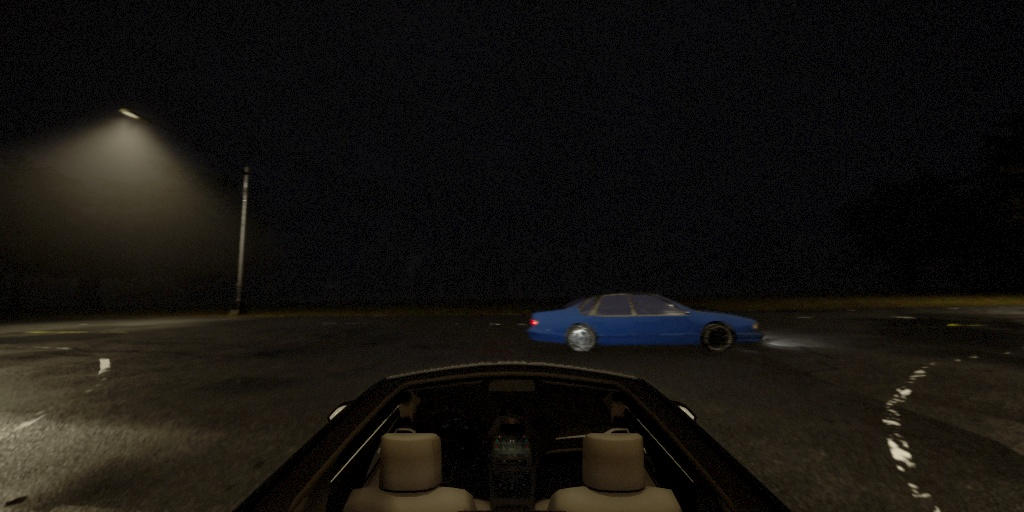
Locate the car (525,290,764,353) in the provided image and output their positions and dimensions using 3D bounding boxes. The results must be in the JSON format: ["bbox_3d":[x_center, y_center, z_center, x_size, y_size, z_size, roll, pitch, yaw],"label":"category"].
[{"bbox_3d":[3.014,1.571,9.019,5.357,1.411,2.033,-2,-4,6],"label":"car"}]
